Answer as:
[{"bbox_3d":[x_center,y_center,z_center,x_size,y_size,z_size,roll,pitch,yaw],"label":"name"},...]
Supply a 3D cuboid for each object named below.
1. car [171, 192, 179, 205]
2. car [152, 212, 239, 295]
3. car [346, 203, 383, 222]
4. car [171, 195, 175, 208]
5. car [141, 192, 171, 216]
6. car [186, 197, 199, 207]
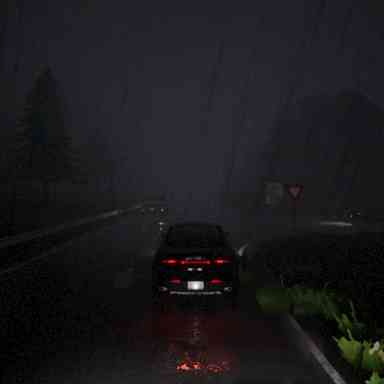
[{"bbox_3d":[-3.547,1.050,59.762,2.150,2.045,5.566,0,0,0],"label":"car"},{"bbox_3d":[0.076,1.509,8.728,1.837,1.490,4.892,0,0,0],"label":"car"},{"bbox_3d":[12.660,1.431,22.247,4.181,1.385,1.994,0,0,0],"label":"car"},{"bbox_3d":[-3.624,1.492,44.268,1.882,1.535,5.008,0,0,0],"label":"car"},{"bbox_3d":[-3.617,1.232,32.956,2.150,2.045,5.566,0,0,0],"label":"car"},{"bbox_3d":[0.058,1.508,52.326,2.128,1.511,4.902,0,0,0],"label":"car"}]
